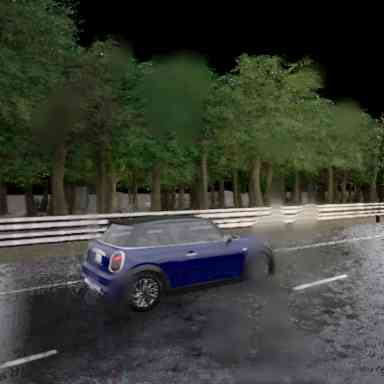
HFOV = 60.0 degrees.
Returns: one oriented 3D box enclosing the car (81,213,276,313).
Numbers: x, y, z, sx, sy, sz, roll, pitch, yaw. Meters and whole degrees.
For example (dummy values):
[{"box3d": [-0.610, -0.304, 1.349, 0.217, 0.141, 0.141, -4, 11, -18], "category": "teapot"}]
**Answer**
[{"box3d": [-0.126, 1.328, 7.862, 4.553, 1.767, 2.097, 0, 0, -35], "category": "car"}]
